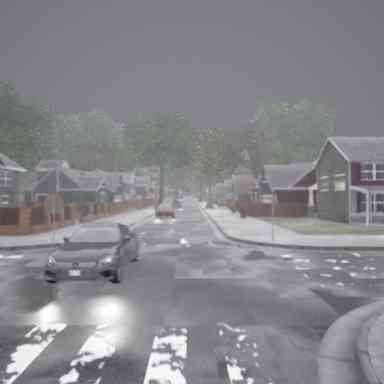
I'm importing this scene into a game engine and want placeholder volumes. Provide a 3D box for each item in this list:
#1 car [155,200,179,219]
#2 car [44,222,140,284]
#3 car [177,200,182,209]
[{"bbox_3d":[-2.748,1.955,35.130,1.882,1.535,5.008,0,-1,0],"label":"car"},{"bbox_3d":[-2.750,1.672,10.144,1.812,1.442,4.674,0,-1,0],"label":"car"},{"bbox_3d":[-2.745,2.252,60.070,1.812,1.442,4.674,0,-1,0],"label":"car"}]
